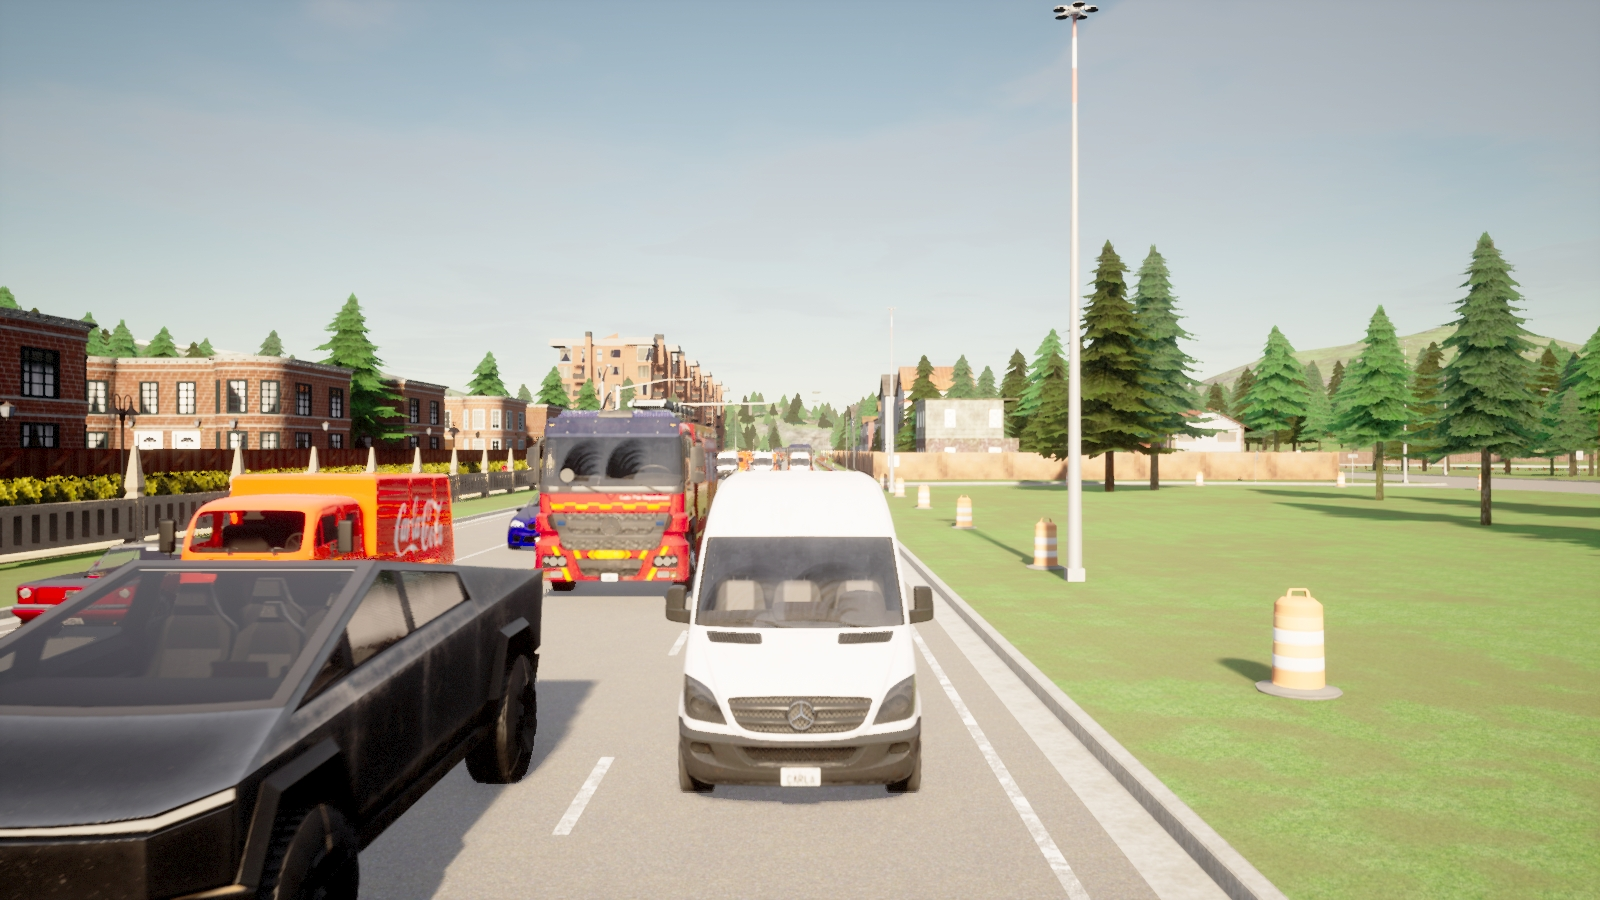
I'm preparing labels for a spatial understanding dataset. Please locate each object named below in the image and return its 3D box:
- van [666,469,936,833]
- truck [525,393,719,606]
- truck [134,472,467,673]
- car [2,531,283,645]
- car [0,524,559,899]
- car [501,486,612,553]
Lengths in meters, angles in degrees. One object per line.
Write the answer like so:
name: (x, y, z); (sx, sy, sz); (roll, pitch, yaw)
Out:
van: (0.005, 1.534, 11.374); (1.988, 2.561, 5.915); (0, 0, 0)
truck: (-3.493, 0.891, 24.734); (2.891, 3.827, 8.468); (0, 0, 0)
truck: (-6.998, 1.577, 16.864); (2.627, 2.467, 5.204); (0, -1, 0)
car: (-10.499, 2.155, 18.757); (1.895, 1.301, 4.718); (0, 0, 0)
car: (-3.499, 1.754, 7.784); (2.390, 2.098, 6.274); (0, 0, 0)
car: (-6.989, 1.967, 33.278); (2.242, 1.667, 4.611); (0, 0, 0)
